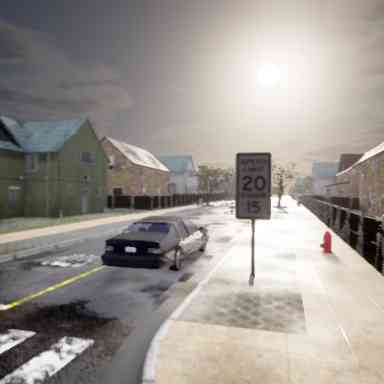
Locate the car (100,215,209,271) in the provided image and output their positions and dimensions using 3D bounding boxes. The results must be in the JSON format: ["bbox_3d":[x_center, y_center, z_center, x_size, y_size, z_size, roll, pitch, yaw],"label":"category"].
[{"bbox_3d":[-0.858,1.462,10.674,2.033,1.411,5.357,0,0,16],"label":"car"}]
